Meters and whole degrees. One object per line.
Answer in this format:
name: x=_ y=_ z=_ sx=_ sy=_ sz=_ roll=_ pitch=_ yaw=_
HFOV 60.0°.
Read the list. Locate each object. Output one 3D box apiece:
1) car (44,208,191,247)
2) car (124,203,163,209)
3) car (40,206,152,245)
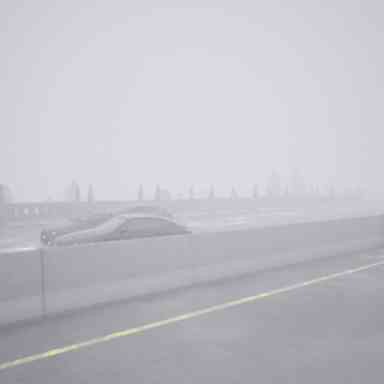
car: x=-2.121 y=1.488 z=11.066 sx=4.674 sy=1.442 sz=1.812 roll=-1 pitch=0 yaw=-36
car: x=-3.338 y=1.438 z=18.814 sx=4.892 sy=1.490 sz=1.837 roll=-1 pitch=0 yaw=-36
car: x=-4.071 y=1.525 z=13.988 sx=4.181 sy=1.385 sz=1.994 roll=-1 pitch=0 yaw=-36
